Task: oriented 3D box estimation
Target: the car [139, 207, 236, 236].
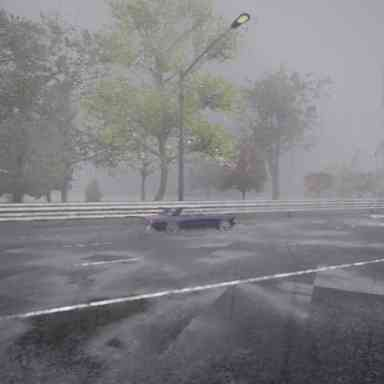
[{"bbox_3d":[-0.124,1.395,16.824,4.718,1.301,1.895,0,0,-28],"label":"car"}]
